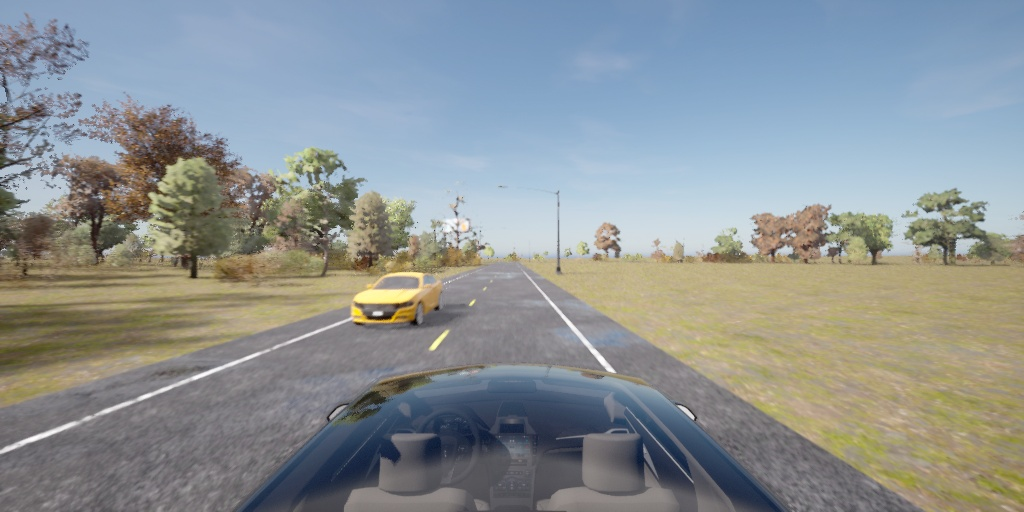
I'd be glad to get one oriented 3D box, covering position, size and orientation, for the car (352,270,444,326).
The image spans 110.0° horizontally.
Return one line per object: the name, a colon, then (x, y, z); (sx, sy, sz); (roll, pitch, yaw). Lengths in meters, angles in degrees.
car: (-3.603, 1.285, 12.128); (1.882, 1.535, 5.008); (0, 0, 0)
